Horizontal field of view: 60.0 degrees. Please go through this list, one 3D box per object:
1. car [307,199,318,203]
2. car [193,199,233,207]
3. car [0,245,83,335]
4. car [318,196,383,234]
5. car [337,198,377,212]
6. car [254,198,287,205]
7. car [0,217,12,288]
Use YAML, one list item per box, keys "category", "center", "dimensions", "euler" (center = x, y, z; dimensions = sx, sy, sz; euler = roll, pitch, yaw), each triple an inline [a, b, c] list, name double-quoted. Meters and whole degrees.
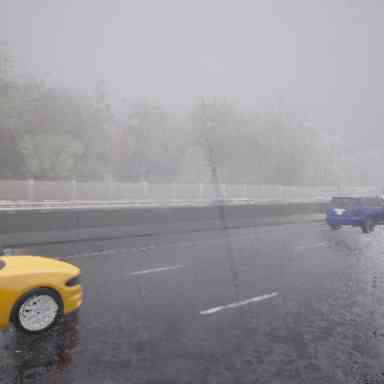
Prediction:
- category: "car"
  center: [15.173, 1.605, 40.578]
  dimensions: [4.181, 1.385, 1.994]
  euler: [0, 0, -35]
- category: "car"
  center: [2.274, 1.522, 35.696]
  dimensions: [4.892, 1.490, 1.837]
  euler: [1, 0, -35]
- category: "car"
  center: [-4.244, 1.478, 5.017]
  dimensions: [5.008, 1.535, 1.882]
  euler: [0, 0, -36]
- category: "car"
  center: [10.180, 1.234, 19.605]
  dimensions: [5.566, 2.045, 2.150]
  euler: [0, 0, -35]
- category: "car"
  center: [19.635, 1.541, 39.460]
  dimensions: [4.902, 1.511, 2.128]
  euler: [0, 0, -35]
- category: "car"
  center: [10.933, 1.588, 46.146]
  dimensions: [5.357, 1.411, 2.033]
  euler: [0, 0, -35]
- category: "car"
  center: [-6.929, 1.491, 7.401]
  dimensions: [4.902, 1.511, 2.128]
  euler: [0, 0, -36]
